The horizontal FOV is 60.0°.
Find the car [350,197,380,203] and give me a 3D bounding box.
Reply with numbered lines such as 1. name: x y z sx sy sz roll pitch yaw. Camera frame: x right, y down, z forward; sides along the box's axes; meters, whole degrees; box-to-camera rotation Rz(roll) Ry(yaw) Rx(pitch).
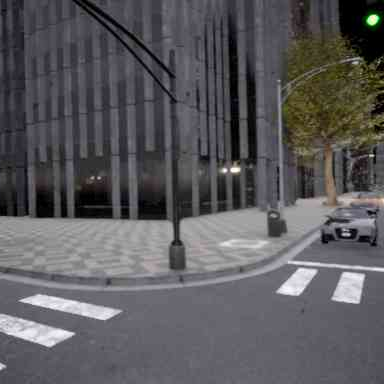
1. car: 11.588 1.276 22.755 1.895 1.301 4.718 -1 0 29

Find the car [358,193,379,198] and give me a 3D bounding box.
1. car: 16.617 0.888 31.669 2.097 1.767 4.553 -1 0 30

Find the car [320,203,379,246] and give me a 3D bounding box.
1. car: 6.759 1.373 14.166 1.994 1.385 4.181 -1 0 30
